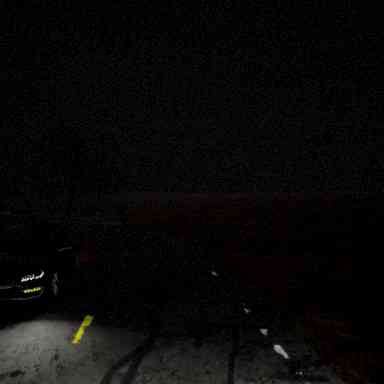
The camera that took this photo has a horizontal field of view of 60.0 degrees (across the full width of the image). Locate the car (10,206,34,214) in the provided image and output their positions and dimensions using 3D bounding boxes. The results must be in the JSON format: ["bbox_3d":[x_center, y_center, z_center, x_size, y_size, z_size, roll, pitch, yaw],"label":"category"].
[{"bbox_3d":[-26.393,2.767,51.484,4.718,1.301,1.895,-2,-2,43],"label":"car"}]

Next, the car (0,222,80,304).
[{"bbox_3d":[-4.087,1.600,8.488,1.837,1.490,4.892,0,-1,-10],"label":"car"}]

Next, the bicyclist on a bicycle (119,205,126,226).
[{"bbox_3d":[-5.520,1.874,26.633,0.582,1.620,1.656,0,-2,-23],"label":"bicyclist on a bicycle"}]

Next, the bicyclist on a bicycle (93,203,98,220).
[{"bbox_3d":[-10.191,2.026,35.053,0.659,1.776,1.843,1,-2,-30],"label":"bicyclist on a bicycle"}]
